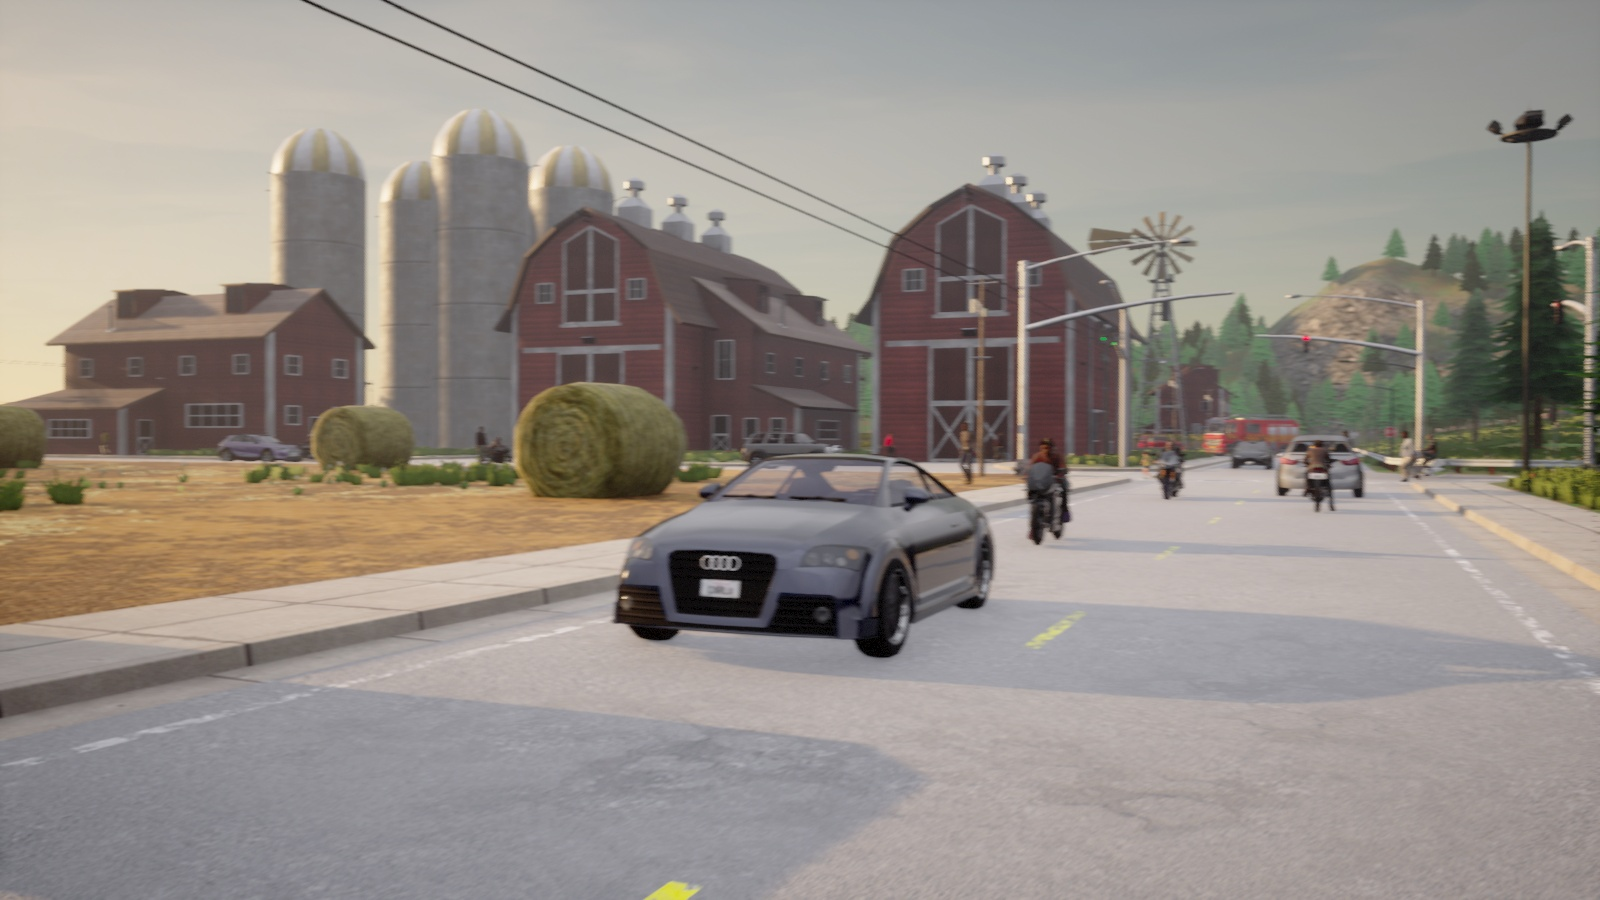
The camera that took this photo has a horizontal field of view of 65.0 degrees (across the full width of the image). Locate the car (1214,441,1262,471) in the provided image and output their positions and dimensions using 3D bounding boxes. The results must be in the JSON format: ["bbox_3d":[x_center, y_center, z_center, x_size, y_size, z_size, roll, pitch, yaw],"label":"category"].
[{"bbox_3d":[23.255,0.285,66.565,2.163,1.488,4.792,1,1,22],"label":"car"}]

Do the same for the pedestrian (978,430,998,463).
[{"bbox_3d":[10.356,-0.192,69.163,0.899,1.844,0.634,1,1,39],"label":"pedestrian"}]

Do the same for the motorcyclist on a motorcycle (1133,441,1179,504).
[{"bbox_3d":[9.085,0.549,31.979,0.866,1.530,2.191,1,1,22],"label":"motorcyclist on a motorcycle"}]

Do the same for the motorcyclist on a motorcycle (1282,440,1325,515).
[{"bbox_3d":[10.715,0.553,26.720,0.797,1.523,2.044,1,1,22],"label":"motorcyclist on a motorcycle"}]

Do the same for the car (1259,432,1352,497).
[{"bbox_3d":[14.092,0.359,34.965,2.242,1.667,4.611,1,1,22],"label":"car"}]

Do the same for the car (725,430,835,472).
[{"bbox_3d":[-0.895,0.029,56.656,4.605,1.855,1.932,0,1,21],"label":"car"}]

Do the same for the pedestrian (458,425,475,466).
[{"bbox_3d":[-15.010,-0.199,56.488,0.703,1.840,0.431,1,1,40],"label":"pedestrian"}]

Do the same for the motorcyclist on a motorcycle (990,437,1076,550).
[{"bbox_3d":[3.370,0.590,18.024,0.797,1.523,2.044,1,0,22],"label":"motorcyclist on a motorcycle"}]

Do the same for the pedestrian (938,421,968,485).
[{"bbox_3d":[4.402,0.085,36.051,0.869,1.805,0.328,0,1,-39],"label":"pedestrian"}]

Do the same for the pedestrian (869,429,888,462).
[{"bbox_3d":[4.443,-0.240,71.030,0.899,1.844,0.634,1,1,22],"label":"pedestrian"}]

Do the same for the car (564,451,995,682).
[{"bbox_3d":[0.105,0.723,10.070,1.994,1.385,4.181,1,1,22],"label":"car"}]

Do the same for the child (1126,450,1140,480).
[{"bbox_3d":[12.462,0.545,46.993,0.394,1.110,0.255,1,1,44],"label":"child"}]

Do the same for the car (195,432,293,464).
[{"bbox_3d":[-30.092,-0.112,68.003,4.856,1.649,2.033,1,1,21],"label":"car"}]

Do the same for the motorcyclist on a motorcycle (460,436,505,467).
[{"bbox_3d":[-15.790,0.066,62.445,2.044,1.523,0.797,1,1,21],"label":"motorcyclist on a motorcycle"}]

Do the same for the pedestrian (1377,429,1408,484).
[{"bbox_3d":[20.056,0.215,42.482,0.900,1.855,0.874,1,1,28],"label":"pedestrian"}]

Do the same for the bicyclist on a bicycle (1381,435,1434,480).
[{"bbox_3d":[24.455,0.287,50.561,1.843,1.776,0.659,1,1,21],"label":"bicyclist on a bicycle"}]
